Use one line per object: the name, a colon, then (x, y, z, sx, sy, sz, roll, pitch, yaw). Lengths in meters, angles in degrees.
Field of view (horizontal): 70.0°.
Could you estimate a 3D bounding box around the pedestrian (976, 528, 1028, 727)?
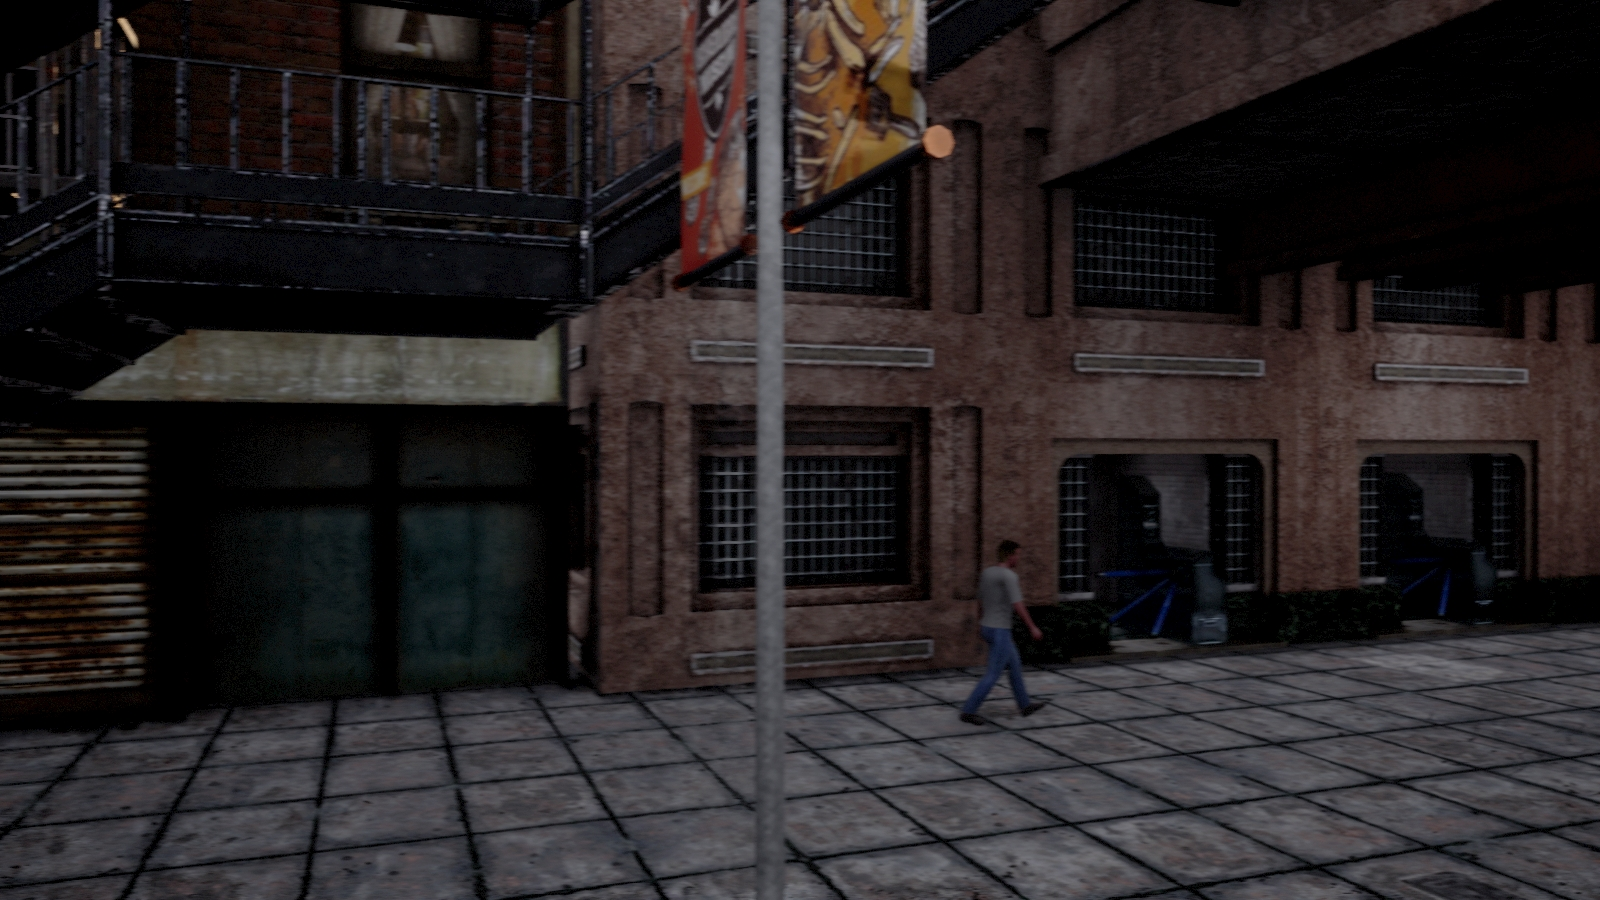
pedestrian: (1.954, 1.697, 11.078, 0.375, 1.860, 0.375, 0, 0, -15)
